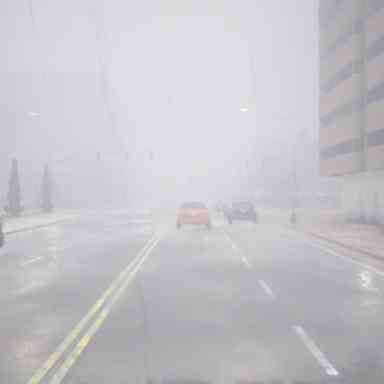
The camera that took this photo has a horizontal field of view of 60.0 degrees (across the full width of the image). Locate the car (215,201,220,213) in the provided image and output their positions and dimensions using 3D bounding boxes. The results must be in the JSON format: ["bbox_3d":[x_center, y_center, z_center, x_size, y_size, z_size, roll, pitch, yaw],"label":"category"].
[{"bbox_3d":[3.588,1.606,37.188,1.895,1.301,4.718,0,1,0],"label":"car"}]

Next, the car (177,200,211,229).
[{"bbox_3d":[0.094,1.372,22.194,2.097,1.767,4.553,0,0,0],"label":"car"}]

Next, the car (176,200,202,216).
[{"bbox_3d":[-0.375,1.570,34.232,2.033,1.411,5.357,0,0,-8],"label":"car"}]

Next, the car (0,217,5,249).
[{"bbox_3d":[-7.096,1.230,8.461,2.150,2.045,5.566,0,0,0],"label":"car"}]

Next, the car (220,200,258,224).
[{"bbox_3d":[3.593,1.374,25.381,2.097,1.767,4.553,0,0,0],"label":"car"}]
